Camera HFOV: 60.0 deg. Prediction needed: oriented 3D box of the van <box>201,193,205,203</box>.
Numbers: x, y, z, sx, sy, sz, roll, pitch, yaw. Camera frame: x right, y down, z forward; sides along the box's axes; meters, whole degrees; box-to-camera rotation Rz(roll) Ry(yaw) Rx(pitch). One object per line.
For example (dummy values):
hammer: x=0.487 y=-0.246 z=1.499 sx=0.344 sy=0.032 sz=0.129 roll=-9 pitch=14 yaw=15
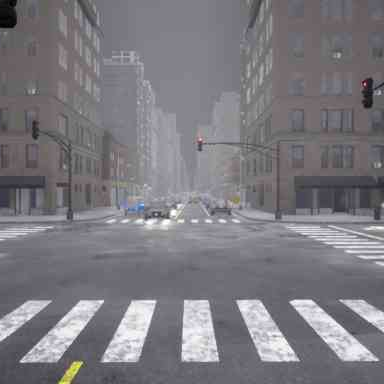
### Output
van: x=2.868 y=1.344 z=56.101 sx=1.690 sy=1.788 sz=3.998 roll=0 pitch=0 yaw=0

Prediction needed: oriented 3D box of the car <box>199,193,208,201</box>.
car: x=2.972 y=1.309 z=84.448 sx=2.192 sy=1.841 sz=5.009 roll=0 pitch=0 yaw=0

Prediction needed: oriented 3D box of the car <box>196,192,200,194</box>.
car: x=0.263 y=1.291 z=72.998 sx=1.882 sy=1.535 sz=5.008 roll=0 pitch=0 yaw=0

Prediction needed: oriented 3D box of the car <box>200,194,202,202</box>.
car: x=2.890 y=1.527 z=61.940 sx=1.752 sy=1.417 sz=4.829 roll=0 pitch=0 yaw=0

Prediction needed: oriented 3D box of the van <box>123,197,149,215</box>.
van: x=-5.740 y=1.343 z=33.454 sx=1.690 sy=1.788 sz=3.998 roll=0 pitch=0 yaw=0

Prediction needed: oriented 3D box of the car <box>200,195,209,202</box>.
car: x=2.952 y=1.436 z=78.779 sx=1.967 sy=1.590 sz=4.097 roll=0 pitch=0 yaw=0

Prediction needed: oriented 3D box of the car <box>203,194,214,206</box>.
car: x=2.827 y=1.443 z=44.763 sx=1.967 sy=1.590 sz=4.097 roll=0 pitch=0 yaw=0

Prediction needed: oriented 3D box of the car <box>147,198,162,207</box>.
car: x=-5.678 y=1.585 z=50.459 sx=1.802 sy=1.307 sz=4.206 roll=0 pitch=0 yaw=0

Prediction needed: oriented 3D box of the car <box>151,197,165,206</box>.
car: x=-5.657 y=1.568 z=56.127 sx=1.947 sy=1.339 sz=4.313 roll=0 pitch=0 yaw=0

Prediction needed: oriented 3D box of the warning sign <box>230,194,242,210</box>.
warning sign: x=5.209 y=1.118 z=39.410 sx=1.300 sy=1.860 sz=1.060 roll=0 pitch=0 yaw=0

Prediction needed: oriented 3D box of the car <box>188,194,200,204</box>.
car: x=0.227 y=1.602 z=63.024 sx=1.895 sy=1.301 sz=4.718 roll=0 pitch=0 yaw=0

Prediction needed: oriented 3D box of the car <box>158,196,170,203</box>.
car: x=-5.615 y=1.566 z=67.463 sx=1.947 sy=1.339 sz=4.313 roll=0 pitch=0 yaw=0

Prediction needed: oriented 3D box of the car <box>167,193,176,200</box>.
car: x=-5.533 y=1.306 z=90.136 sx=2.192 sy=1.841 sz=5.009 roll=0 pitch=0 yaw=0

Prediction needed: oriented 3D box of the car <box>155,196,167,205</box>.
car: x=-5.637 y=1.527 z=61.625 sx=1.752 sy=1.417 sz=4.829 roll=0 pitch=0 yaw=0

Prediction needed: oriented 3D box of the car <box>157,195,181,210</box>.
car: x=-2.941 y=1.494 z=43.937 sx=2.128 sy=1.511 sz=4.902 roll=0 pitch=0 yaw=0

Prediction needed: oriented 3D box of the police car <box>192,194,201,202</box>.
police car: x=1.083 y=1.421 z=79.521 sx=1.930 sy=1.638 sz=5.238 roll=0 pitch=0 yaw=-1

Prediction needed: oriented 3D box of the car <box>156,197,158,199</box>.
car: x=-5.698 y=1.569 z=44.790 sx=1.947 sy=1.339 sz=4.313 roll=0 pitch=0 yaw=0

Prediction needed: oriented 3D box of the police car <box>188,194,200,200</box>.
police car: x=0.618 y=1.414 z=95.445 sx=1.930 sy=1.638 sz=5.238 roll=0 pitch=0 yaw=-16

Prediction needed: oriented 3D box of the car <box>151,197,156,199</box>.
car: x=-5.719 y=1.442 z=39.122 sx=1.967 sy=1.590 sz=4.097 roll=0 pitch=0 yaw=0

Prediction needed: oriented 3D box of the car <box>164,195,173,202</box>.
car: x=-5.575 y=1.522 z=78.630 sx=1.752 sy=1.417 sz=4.829 roll=0 pitch=0 yaw=0

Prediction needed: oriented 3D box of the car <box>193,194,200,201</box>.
car: x=1.110 y=1.448 z=89.616 sx=1.801 sy=1.575 sz=5.366 roll=0 pitch=0 yaw=0

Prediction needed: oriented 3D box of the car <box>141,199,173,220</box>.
car: x=-2.821 y=1.565 z=27.627 sx=1.994 sy=1.385 sz=4.181 roll=0 pitch=0 yaw=-2

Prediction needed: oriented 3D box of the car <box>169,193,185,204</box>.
car: x=-2.836 y=1.495 z=61.741 sx=2.128 sy=1.511 sz=4.902 roll=0 pitch=0 yaw=1

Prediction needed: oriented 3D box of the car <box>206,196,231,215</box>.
car: x=2.786 y=1.442 z=33.425 sx=1.967 sy=1.590 sz=4.097 roll=0 pitch=0 yaw=0
